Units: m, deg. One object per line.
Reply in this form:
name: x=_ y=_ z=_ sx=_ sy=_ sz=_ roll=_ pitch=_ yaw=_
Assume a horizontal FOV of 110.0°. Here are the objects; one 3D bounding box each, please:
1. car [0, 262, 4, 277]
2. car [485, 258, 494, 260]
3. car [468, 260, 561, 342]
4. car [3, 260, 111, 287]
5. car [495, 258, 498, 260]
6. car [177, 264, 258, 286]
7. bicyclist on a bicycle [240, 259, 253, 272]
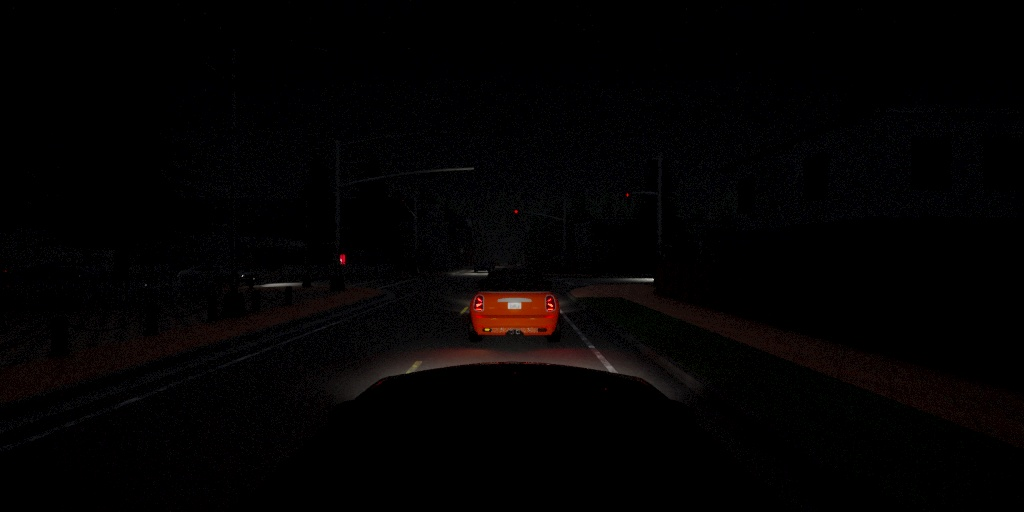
car: x=-41.687 y=1.329 z=27.461 sx=4.181 sy=1.385 sz=1.994 roll=0 pitch=0 yaw=-2
car: x=-3.614 y=1.227 z=44.784 sx=1.882 sy=1.535 sz=5.008 roll=0 pitch=0 yaw=0
car: x=0.069 y=1.102 z=9.944 sx=2.097 sy=1.767 sz=4.553 roll=0 pitch=0 yaw=0
car: x=-30.185 y=1.243 z=24.122 sx=5.008 sy=1.535 sz=1.882 roll=0 pitch=0 yaw=-1
car: x=-3.610 y=1.242 z=55.377 sx=2.128 sy=1.511 sz=4.902 roll=0 pitch=0 yaw=0
car: x=-20.005 y=1.291 z=24.435 sx=4.674 sy=1.442 sz=1.812 roll=0 pitch=0 yaw=-2
bicyclist on a bicycle: x=-23.569 y=1.066 z=31.794 sx=0.582 sy=1.620 sz=1.656 roll=0 pitch=0 yaw=-2
